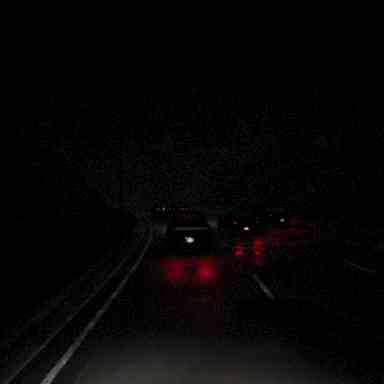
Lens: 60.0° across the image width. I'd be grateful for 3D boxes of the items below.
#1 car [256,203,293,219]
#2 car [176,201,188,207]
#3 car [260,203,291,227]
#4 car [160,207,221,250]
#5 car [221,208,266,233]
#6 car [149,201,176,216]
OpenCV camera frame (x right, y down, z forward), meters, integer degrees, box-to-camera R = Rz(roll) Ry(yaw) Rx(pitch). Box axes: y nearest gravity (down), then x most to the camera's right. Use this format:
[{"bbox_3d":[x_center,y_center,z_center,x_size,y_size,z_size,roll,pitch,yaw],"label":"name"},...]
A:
[{"bbox_3d":[8.076,1.827,33.009,1.812,1.442,4.674,0,-1,-11],"label":"car"},{"bbox_3d":[-1.857,1.909,44.063,1.837,1.490,4.892,1,-1,-18],"label":"car"},{"bbox_3d":[5.853,1.754,24.988,1.812,1.442,4.674,0,0,-8],"label":"car"},{"bbox_3d":[-0.215,1.630,14.983,2.128,1.511,4.902,0,0,-3],"label":"car"},{"bbox_3d":[2.834,1.794,21.035,1.895,1.301,4.718,0,-1,-6],"label":"car"},{"bbox_3d":[-3.608,1.892,37.526,2.033,1.411,5.357,0,-1,-15],"label":"car"}]
